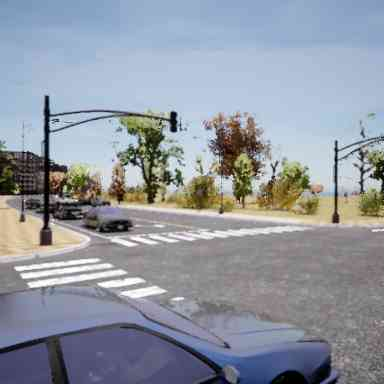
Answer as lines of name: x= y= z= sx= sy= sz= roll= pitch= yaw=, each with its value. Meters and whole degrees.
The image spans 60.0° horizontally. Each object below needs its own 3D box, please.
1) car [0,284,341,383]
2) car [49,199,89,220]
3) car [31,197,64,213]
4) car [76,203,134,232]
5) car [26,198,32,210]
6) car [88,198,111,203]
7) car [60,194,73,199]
car: x=-1.075 y=1.549 z=2.627 sx=5.357 sy=1.411 sz=2.033 roll=1 pitch=0 yaw=-35
car: x=-11.064 y=1.631 z=29.730 sx=1.837 sy=1.490 sz=4.892 roll=0 pitch=0 yaw=-34
car: x=-16.754 y=1.635 z=38.367 sx=2.128 sy=1.511 sz=4.902 roll=0 pitch=0 yaw=-33
car: x=-5.591 y=1.655 z=21.510 sx=2.033 sy=1.411 sz=5.357 roll=0 pitch=0 yaw=-33
car: x=-22.305 y=1.664 z=47.096 sx=1.837 sy=1.490 sz=4.892 roll=0 pitch=0 yaw=-32
car: x=-14.526 y=1.758 z=53.312 sx=2.033 sy=1.411 sz=5.357 roll=0 pitch=0 yaw=-32
car: x=-23.496 y=1.432 z=61.711 sx=2.150 sy=2.045 sz=5.566 roll=0 pitch=0 yaw=-31
